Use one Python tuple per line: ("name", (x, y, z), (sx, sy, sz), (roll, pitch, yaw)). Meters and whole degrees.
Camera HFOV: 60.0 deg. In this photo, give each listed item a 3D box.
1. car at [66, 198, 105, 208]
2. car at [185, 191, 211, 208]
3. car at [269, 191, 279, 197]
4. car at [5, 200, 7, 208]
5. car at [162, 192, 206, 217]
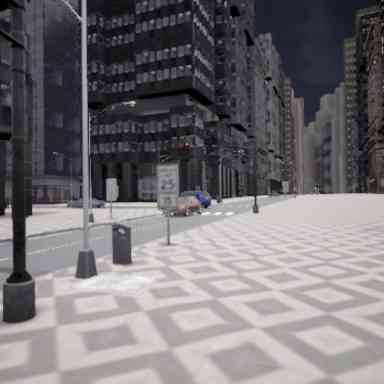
("car", (-14.396, 1.512, 45.094), (5.357, 1.411, 2.033), (-1, -1, 22))
("car", (-0.301, 0.935, 38.820), (5.566, 2.045, 2.150), (-1, -1, 41))
("car", (19.681, 0.519, 79.953), (1.837, 1.490, 4.892), (-1, 0, 22))
("car", (-31.095, 1.589, 51.816), (4.553, 1.767, 2.097), (-1, -1, 22))
("car", (-0.804, 1.135, 28.818), (2.097, 1.767, 4.553), (-1, 1, 22))
